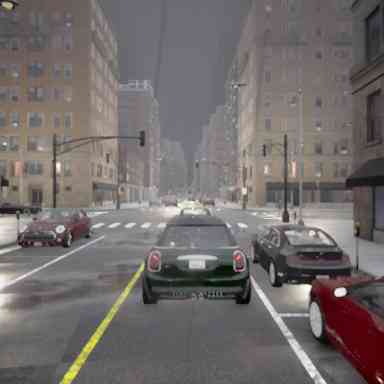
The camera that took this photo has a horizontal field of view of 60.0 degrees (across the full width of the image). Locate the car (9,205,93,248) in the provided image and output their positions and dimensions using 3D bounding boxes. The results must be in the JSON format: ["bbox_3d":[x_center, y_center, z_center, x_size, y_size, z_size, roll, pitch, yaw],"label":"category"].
[{"bbox_3d":[-5.809,1.440,14.552,1.967,1.590,4.097,0,0,0],"label":"car"}]

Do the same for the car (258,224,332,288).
[{"bbox_3d":[2.700,1.550,9.040,2.008,1.369,4.403,0,0,0],"label":"car"}]

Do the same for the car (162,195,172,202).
[{"bbox_3d":[-6.018,1.532,80.454,1.967,1.590,4.097,0,0,0],"label":"car"}]

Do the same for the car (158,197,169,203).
[{"bbox_3d":[-5.946,1.642,69.438,1.802,1.307,4.206,0,0,0],"label":"car"}]

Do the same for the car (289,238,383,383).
[{"bbox_3d":[2.685,1.544,3.549,1.887,1.381,4.507,0,0,0],"label":"car"}]

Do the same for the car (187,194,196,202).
[{"bbox_3d":[-0.165,1.679,80.471,1.895,1.301,4.718,0,0,0],"label":"car"}]

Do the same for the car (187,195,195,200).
[{"bbox_3d":[-0.231,1.512,90.447,1.994,1.385,4.181,0,0,0],"label":"car"}]

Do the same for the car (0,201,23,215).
[{"bbox_3d":[-16.305,1.521,30.593,4.718,1.301,1.895,0,0,0],"label":"car"}]

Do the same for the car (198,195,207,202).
[{"bbox_3d":[2.507,1.532,80.502,1.967,1.590,4.097,0,0,0],"label":"car"}]

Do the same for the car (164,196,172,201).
[{"bbox_3d":[-6.056,1.692,85.961,1.802,1.307,4.206,0,0,0],"label":"car"}]

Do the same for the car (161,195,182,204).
[{"bbox_3d":[-3.057,1.571,50.587,2.033,1.411,5.357,0,0,-1],"label":"car"}]

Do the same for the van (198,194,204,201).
[{"bbox_3d":[2.434,1.473,91.517,1.690,1.788,3.998,0,0,0],"label":"van"}]

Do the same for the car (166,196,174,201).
[{"bbox_3d":[-6.093,1.697,91.470,1.947,1.339,4.313,0,0,0],"label":"car"}]

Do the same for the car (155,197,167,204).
[{"bbox_3d":[-5.909,1.592,63.930,1.887,1.381,4.507,0,0,0],"label":"car"}]

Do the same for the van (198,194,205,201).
[{"bbox_3d":[2.471,1.452,86.010,1.690,1.788,3.998,0,0,0],"label":"van"}]

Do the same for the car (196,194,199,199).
[{"bbox_3d":[2.580,1.375,69.488,2.192,1.841,5.009,0,0,0],"label":"car"}]

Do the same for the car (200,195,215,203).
[{"bbox_3d":[2.690,1.572,52.967,1.887,1.381,4.507,0,0,0],"label":"car"}]

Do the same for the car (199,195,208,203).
[{"bbox_3d":[2.543,1.515,74.996,1.967,1.590,4.097,0,0,0],"label":"car"}]

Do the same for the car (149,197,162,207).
[{"bbox_3d":[-5.836,1.577,52.914,2.008,1.369,4.403,0,0,0],"label":"car"}]

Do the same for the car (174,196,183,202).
[{"bbox_3d":[-3.139,1.580,76.511,1.837,1.490,4.892,0,0,0],"label":"car"}]

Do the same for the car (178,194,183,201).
[{"bbox_3d":[-3.095,1.653,65.982,1.895,1.301,4.718,0,0,0],"label":"car"}]

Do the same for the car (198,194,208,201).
[{"bbox_3d":[2.615,1.573,64.151,1.752,1.417,4.829,0,0,0],"label":"car"}]

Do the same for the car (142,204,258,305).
[{"bbox_3d":[0.074,1.352,8.230,2.097,1.767,4.553,0,0,-1],"label":"car"}]
